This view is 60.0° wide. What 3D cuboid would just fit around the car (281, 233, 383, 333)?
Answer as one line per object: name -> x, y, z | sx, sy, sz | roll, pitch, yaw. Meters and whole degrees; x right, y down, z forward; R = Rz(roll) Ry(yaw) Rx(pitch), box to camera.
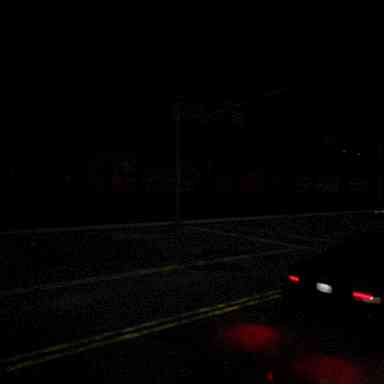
car -> 4.134, 1.568, 6.708 | 5.357, 1.411, 2.033 | 0, 0, -35
